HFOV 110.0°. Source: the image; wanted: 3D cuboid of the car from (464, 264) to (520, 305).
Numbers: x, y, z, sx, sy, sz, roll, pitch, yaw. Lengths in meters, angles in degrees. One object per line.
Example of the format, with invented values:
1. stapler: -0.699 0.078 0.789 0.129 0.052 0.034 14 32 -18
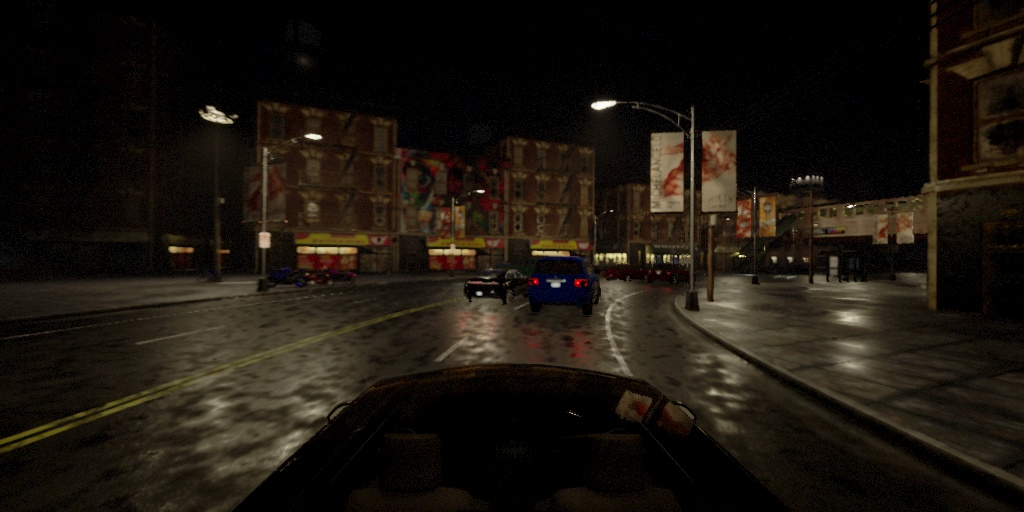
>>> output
1. car: -0.484 1.314 16.643 2.128 1.511 4.902 0 0 20

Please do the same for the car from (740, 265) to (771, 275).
1. car: 34.245 1.895 50.439 4.181 1.385 1.994 1 0 -21

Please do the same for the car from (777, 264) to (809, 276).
1. car: 37.893 1.832 48.101 5.008 1.535 1.882 1 0 -21

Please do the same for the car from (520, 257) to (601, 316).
1. car: 2.212 1.057 14.166 2.150 2.045 5.566 0 -1 17

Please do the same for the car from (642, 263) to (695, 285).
1. car: 13.035 1.370 29.189 4.553 1.767 2.097 1 0 -39

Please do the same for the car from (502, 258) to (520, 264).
1. car: 1.145 1.117 27.381 2.150 2.045 5.566 0 -1 37

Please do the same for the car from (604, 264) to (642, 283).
1. car: 10.078 1.479 31.325 5.008 1.535 1.882 1 -1 -41

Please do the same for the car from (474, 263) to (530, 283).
1. car: -0.726 1.372 30.444 1.882 1.535 5.008 0 -1 40
